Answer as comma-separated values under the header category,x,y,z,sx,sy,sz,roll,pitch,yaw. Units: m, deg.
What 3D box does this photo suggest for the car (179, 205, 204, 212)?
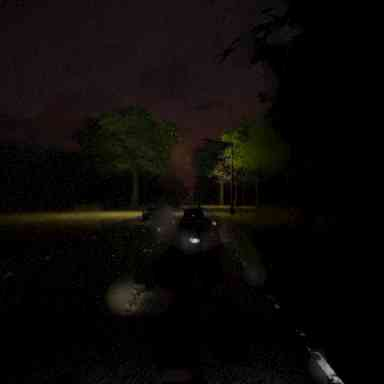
category,x,y,z,sx,sy,sz,roll,pitch,yaw
car,0.111,2.029,32.837,2.128,1.511,4.902,0,-1,0

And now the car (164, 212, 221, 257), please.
category,x,y,z,sx,sy,sz,roll,pitch,yaw
car,0.098,1.734,13.796,1.994,1.385,4.181,0,-1,0

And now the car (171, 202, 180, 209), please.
category,x,y,z,sx,sy,sz,roll,pitch,yaw
car,-3.467,2.950,72.933,1.994,1.385,4.181,0,-1,0

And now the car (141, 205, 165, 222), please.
category,x,y,z,sx,sy,sz,roll,pitch,yaw
car,-3.584,2.014,31.548,1.837,1.490,4.892,0,-1,0
